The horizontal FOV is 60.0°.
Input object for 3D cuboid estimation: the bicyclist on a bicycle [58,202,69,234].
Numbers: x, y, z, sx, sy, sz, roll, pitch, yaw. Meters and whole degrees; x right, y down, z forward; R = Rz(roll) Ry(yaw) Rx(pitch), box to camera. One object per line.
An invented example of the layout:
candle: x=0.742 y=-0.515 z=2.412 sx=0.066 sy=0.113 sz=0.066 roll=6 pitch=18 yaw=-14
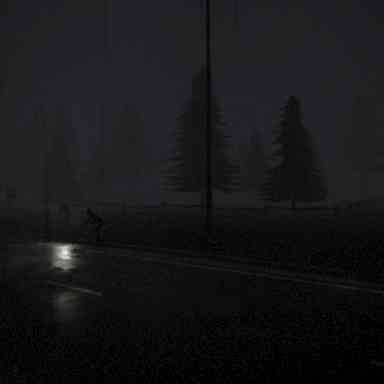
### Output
bicyclist on a bicycle: x=-6.667 y=1.339 z=17.445 sx=0.582 sy=1.620 sz=1.656 roll=0 pitch=0 yaw=0

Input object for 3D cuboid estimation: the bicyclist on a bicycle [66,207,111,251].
bicyclist on a bicycle: x=-3.953 y=1.475 z=13.235 sx=1.656 sy=1.620 sz=0.582 roll=-1 pitch=0 yaw=-44
